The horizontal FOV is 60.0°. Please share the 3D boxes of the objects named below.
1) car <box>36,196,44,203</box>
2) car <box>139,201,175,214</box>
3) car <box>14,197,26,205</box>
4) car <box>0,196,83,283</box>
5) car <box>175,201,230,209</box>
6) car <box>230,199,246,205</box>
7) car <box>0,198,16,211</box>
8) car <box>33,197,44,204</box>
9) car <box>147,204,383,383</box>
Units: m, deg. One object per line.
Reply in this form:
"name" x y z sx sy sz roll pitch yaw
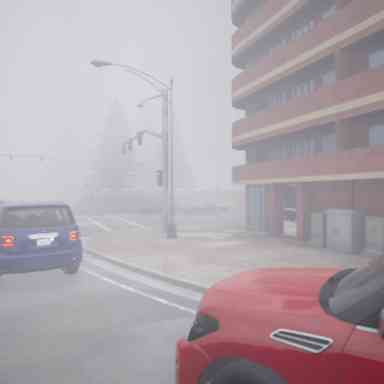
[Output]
"car" -37.550 1.788 82.219 1.882 1.535 5.008 0 0 -23
"car" -3.393 1.681 36.034 4.674 1.442 1.812 0 0 -23
"car" -35.541 1.795 68.714 1.812 1.442 4.674 0 0 -23
"car" -5.022 1.261 9.904 2.150 2.045 5.566 0 0 -36
"car" 1.074 1.739 34.141 4.718 1.301 1.895 0 0 -23
"car" 5.114 1.619 39.647 5.008 1.535 1.882 0 0 -23
"car" -25.460 1.662 45.580 1.882 1.535 5.008 0 0 -23
"car" -33.476 1.815 72.765 2.033 1.411 5.357 0 0 -23
"car" 2.484 1.220 2.352 5.566 2.045 2.150 0 0 36
